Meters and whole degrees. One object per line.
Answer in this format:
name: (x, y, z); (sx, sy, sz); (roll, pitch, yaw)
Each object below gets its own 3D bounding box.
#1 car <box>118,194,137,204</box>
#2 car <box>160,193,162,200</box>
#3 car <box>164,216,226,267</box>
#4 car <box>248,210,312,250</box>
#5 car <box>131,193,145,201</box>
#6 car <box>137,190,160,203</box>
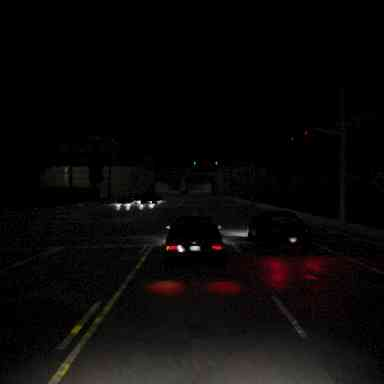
car: (-10.525, 1.083, 53.469); (1.812, 1.442, 4.674); (0, 1, 1)
car: (-6.999, 0.886, 65.715); (1.882, 1.535, 5.008); (0, 1, 0)
car: (0.067, 1.534, 11.355); (2.033, 1.411, 5.357); (0, 0, 0)
car: (3.596, 1.500, 14.125); (1.812, 1.442, 4.674); (0, 0, 0)
car: (-10.500, 0.987, 64.530); (1.994, 1.385, 4.181); (0, 1, 0)
car: (-7.022, 0.767, 54.483); (2.150, 2.045, 5.566); (0, 1, 1)
